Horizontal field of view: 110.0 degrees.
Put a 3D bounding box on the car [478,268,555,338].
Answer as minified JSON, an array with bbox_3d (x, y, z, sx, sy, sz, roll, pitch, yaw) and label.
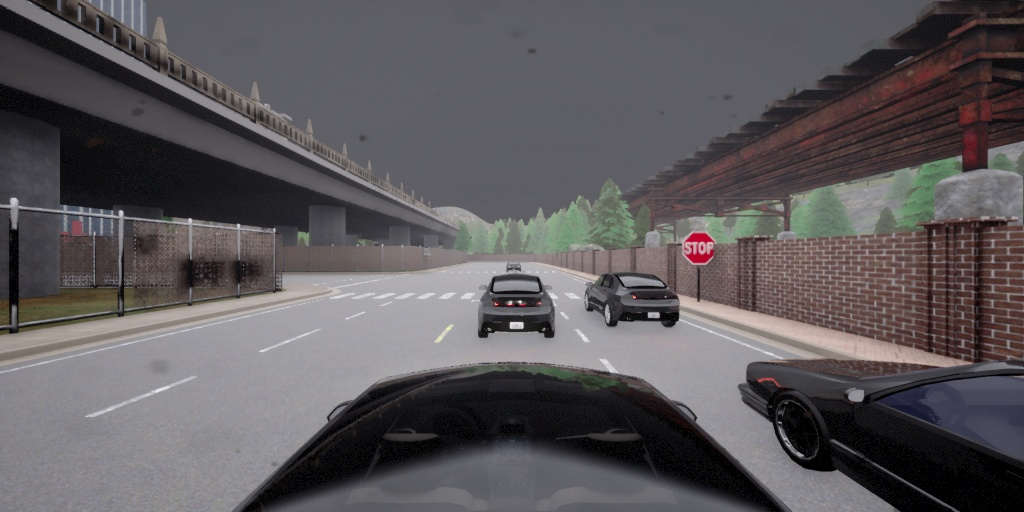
[{"bbox_3d":[0.105,1.255,10.166,1.837,1.490,4.892,0,0,0],"label":"car"}]

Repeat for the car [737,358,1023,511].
[{"bbox_3d":[3.600,1.297,1.776,2.033,1.411,5.357,0,0,0],"label":"car"}]

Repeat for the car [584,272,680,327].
[{"bbox_3d":[3.608,1.255,11.522,1.837,1.490,4.892,0,0,0],"label":"car"}]

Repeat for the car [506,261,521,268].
[{"bbox_3d":[0.218,1.351,46.383,1.895,1.301,4.718,0,0,-1],"label":"car"}]
